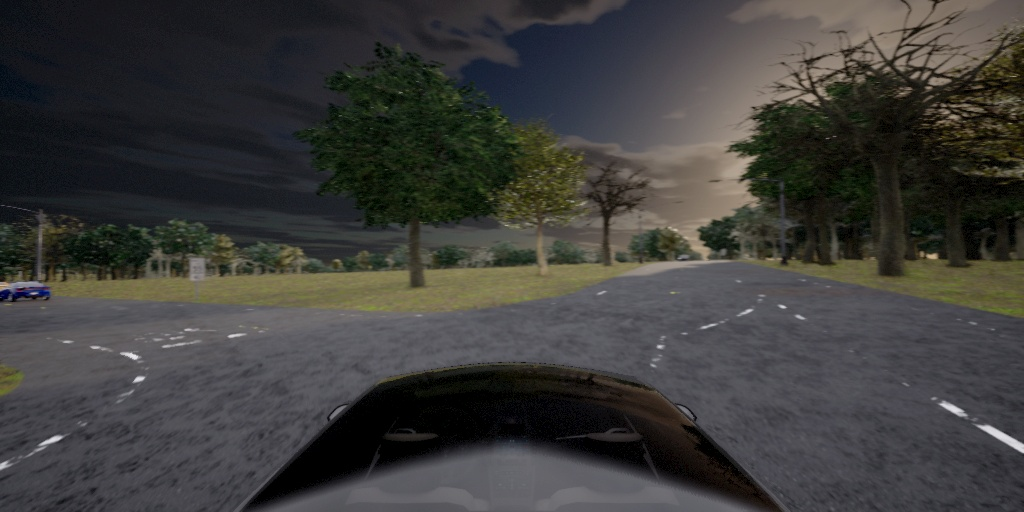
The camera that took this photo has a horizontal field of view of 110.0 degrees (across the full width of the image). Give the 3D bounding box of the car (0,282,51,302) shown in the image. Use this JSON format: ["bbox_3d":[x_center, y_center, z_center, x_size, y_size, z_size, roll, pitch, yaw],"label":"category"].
[{"bbox_3d":[-39.914,2.870,29.376,5.008,1.535,1.882,-2,-2,26],"label":"car"}]

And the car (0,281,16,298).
[{"bbox_3d":[-49.231,3.159,33.917,5.008,1.535,1.882,-2,-2,26],"label":"car"}]
